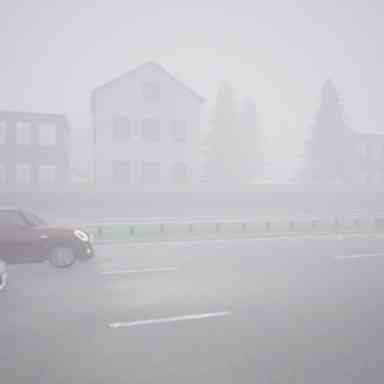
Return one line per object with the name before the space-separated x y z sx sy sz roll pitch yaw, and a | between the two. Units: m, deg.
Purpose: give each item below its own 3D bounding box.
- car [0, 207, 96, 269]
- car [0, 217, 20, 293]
car | -5.149 1.213 9.630 4.553 1.767 2.097 0 1 -17
car | -5.968 1.394 5.734 4.902 1.511 2.128 0 1 -17
